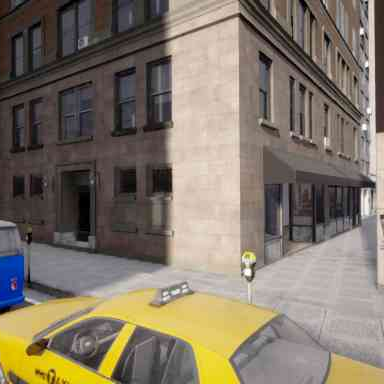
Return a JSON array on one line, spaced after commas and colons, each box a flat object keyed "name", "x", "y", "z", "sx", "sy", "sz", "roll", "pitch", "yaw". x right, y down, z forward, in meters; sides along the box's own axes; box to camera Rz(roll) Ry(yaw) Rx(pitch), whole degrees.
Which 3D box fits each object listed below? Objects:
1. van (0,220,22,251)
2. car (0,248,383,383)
[{"name": "van", "x": -4.865, "y": 1.342, "z": 6.344, "sx": 3.998, "sy": 1.788, "sz": 1.690, "roll": 0, "pitch": -1, "yaw": 36}, {"name": "car", "x": -0.391, "y": 1.526, "z": 3.139, "sx": 4.829, "sy": 1.417, "sz": 1.752, "roll": 0, "pitch": -1, "yaw": 36}]
